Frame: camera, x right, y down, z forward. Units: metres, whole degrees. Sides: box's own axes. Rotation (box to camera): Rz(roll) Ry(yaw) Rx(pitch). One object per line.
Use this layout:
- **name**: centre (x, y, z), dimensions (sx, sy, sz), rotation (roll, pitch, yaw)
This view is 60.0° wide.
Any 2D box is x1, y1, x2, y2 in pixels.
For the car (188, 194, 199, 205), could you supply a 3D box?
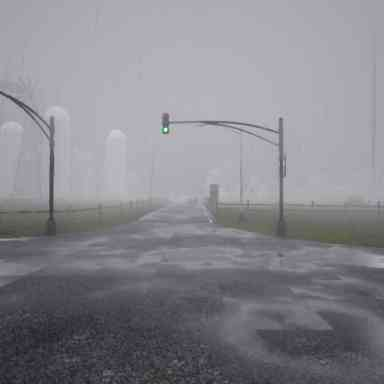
- **car**: centre (0.217, 1.523, 59.860), dimensions (2.128, 1.511, 4.902), rotation (0, 0, 0)

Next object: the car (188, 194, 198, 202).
- **car**: centre (0.263, 1.230, 70.253), dimensions (2.097, 1.767, 4.553), rotation (0, 0, 0)
